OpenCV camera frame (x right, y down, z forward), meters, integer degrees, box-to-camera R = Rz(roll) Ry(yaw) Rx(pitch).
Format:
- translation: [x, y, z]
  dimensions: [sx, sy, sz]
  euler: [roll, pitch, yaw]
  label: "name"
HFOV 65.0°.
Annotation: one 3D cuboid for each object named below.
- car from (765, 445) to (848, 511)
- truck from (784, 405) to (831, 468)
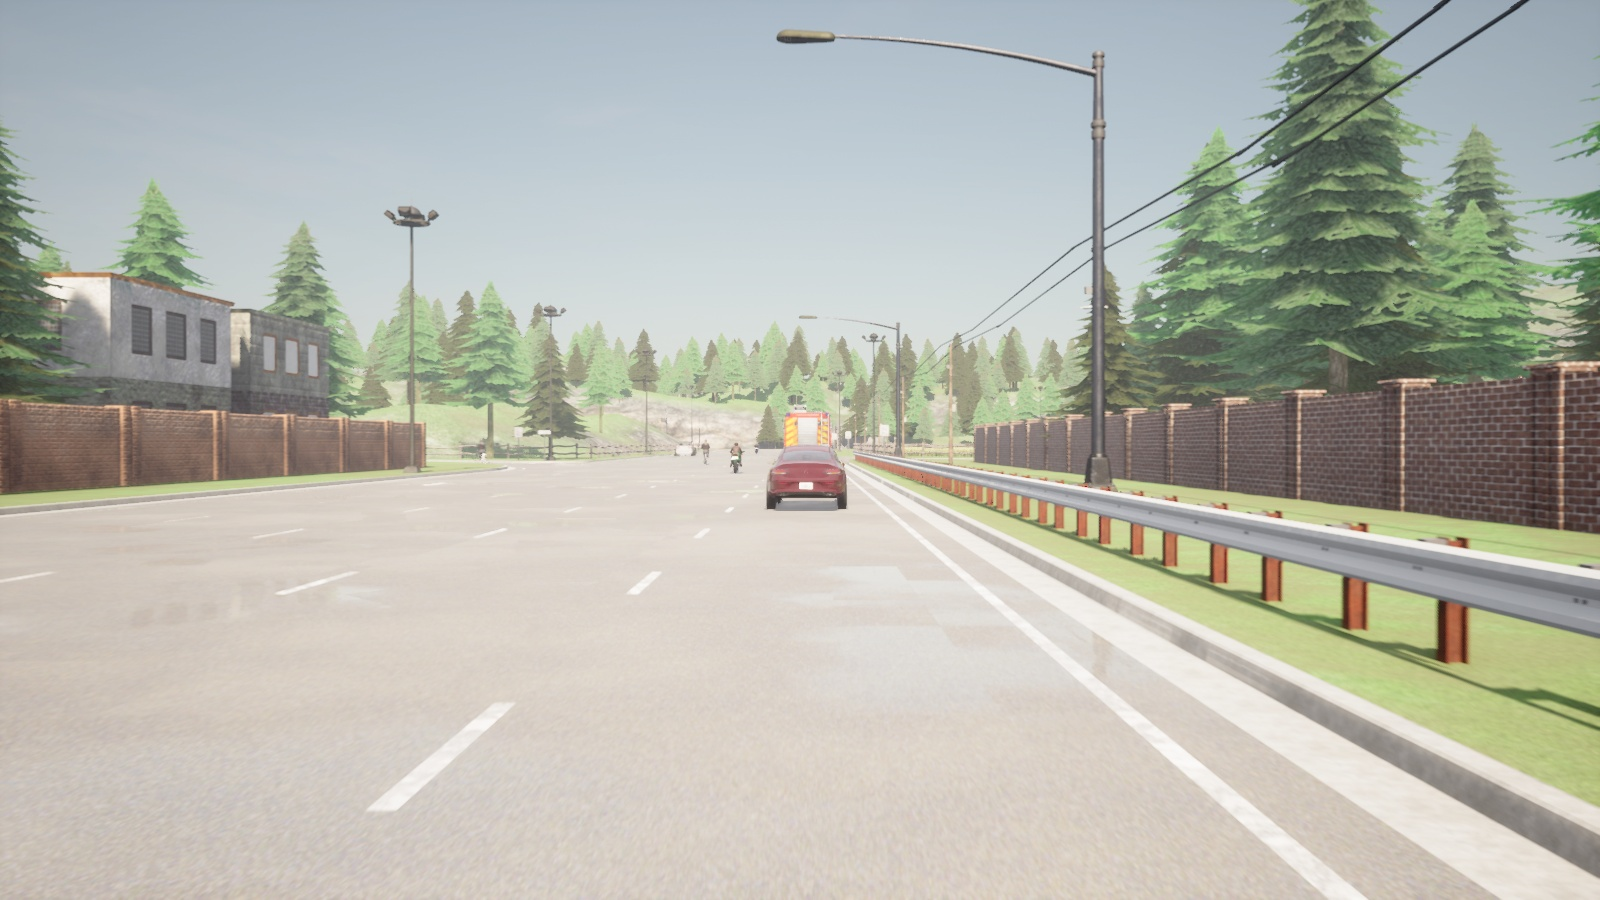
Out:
- translation: [0.187, 0.604, 29.792]
  dimensions: [1.812, 1.442, 4.674]
  euler: [0, 0, 1]
  label: "car"
- translation: [0.480, -0.872, 80.742]
  dimensions: [2.891, 3.827, 8.468]
  euler: [0, 0, 0]
  label: "truck"
